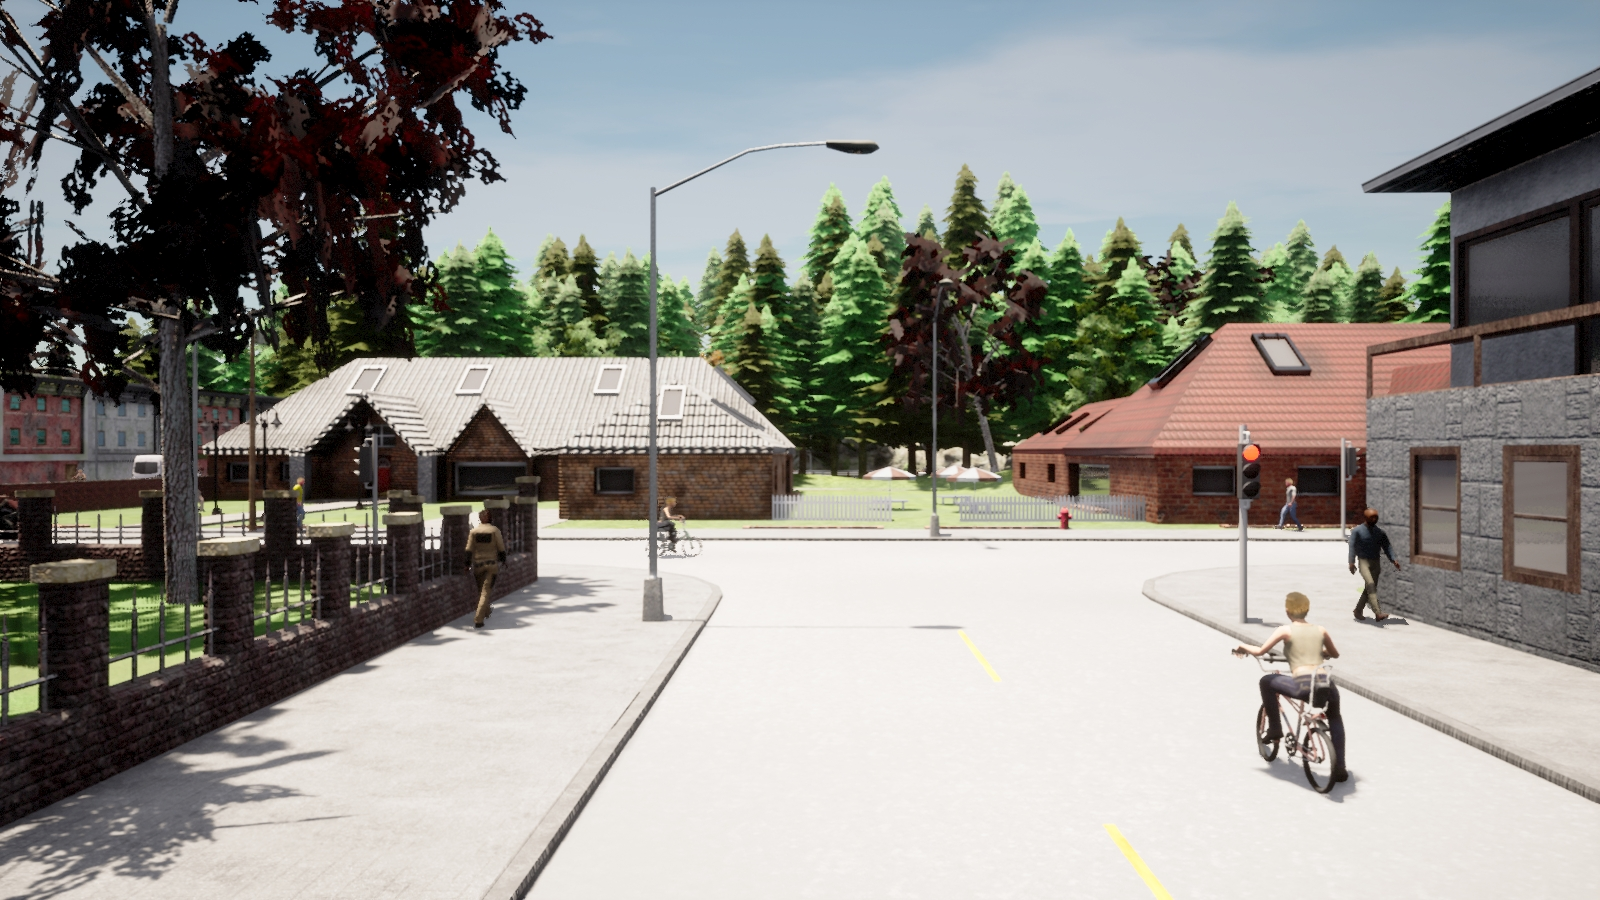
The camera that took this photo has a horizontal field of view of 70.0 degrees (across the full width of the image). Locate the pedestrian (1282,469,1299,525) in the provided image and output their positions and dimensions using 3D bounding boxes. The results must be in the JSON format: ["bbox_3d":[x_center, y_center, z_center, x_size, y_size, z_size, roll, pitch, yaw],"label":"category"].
[{"bbox_3d":[16.516,1.575,38.469,0.375,1.860,0.375,0,0,-5],"label":"pedestrian"}]

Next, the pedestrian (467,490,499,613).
[{"bbox_3d":[-4.869,1.547,17.544,0.375,1.860,0.375,0,0,1],"label":"pedestrian"}]

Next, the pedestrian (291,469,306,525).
[{"bbox_3d":[-16.871,1.574,38.452,0.375,1.860,0.375,0,0,-12],"label":"pedestrian"}]

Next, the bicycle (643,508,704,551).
[{"bbox_3d":[-3.303,2.076,29.960,1.487,1.080,0.859,0,0,2],"label":"bicycle"}]

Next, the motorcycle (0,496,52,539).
[{"bbox_3d":[-24.015,2.030,34.564,2.209,1.251,0.867,0,0,-2],"label":"motorcycle"}]

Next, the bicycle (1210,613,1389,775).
[{"bbox_3d":[4.247,2.051,9.852,0.859,1.080,1.487,0,0,-2],"label":"bicycle"}]

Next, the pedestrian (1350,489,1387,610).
[{"bbox_3d":[8.876,1.541,17.846,0.375,1.860,0.375,0,0,-1],"label":"pedestrian"}]
